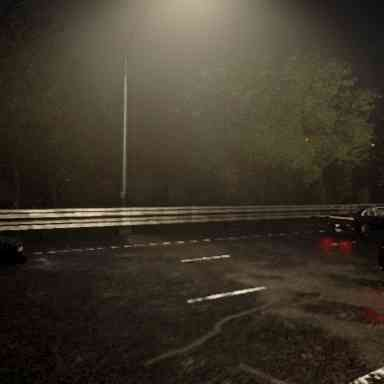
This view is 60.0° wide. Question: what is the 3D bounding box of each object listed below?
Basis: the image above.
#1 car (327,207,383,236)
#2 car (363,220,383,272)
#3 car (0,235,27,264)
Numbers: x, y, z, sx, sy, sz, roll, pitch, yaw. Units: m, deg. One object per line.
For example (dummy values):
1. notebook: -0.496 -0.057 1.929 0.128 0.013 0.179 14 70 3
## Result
1. car: 9.736 1.579 18.747 4.902 1.511 2.128 1 0 -31
2. car: 7.030 1.576 8.983 4.892 1.490 1.837 1 0 -31
3. car: -7.283 1.445 8.582 5.357 1.411 2.033 1 0 -31
